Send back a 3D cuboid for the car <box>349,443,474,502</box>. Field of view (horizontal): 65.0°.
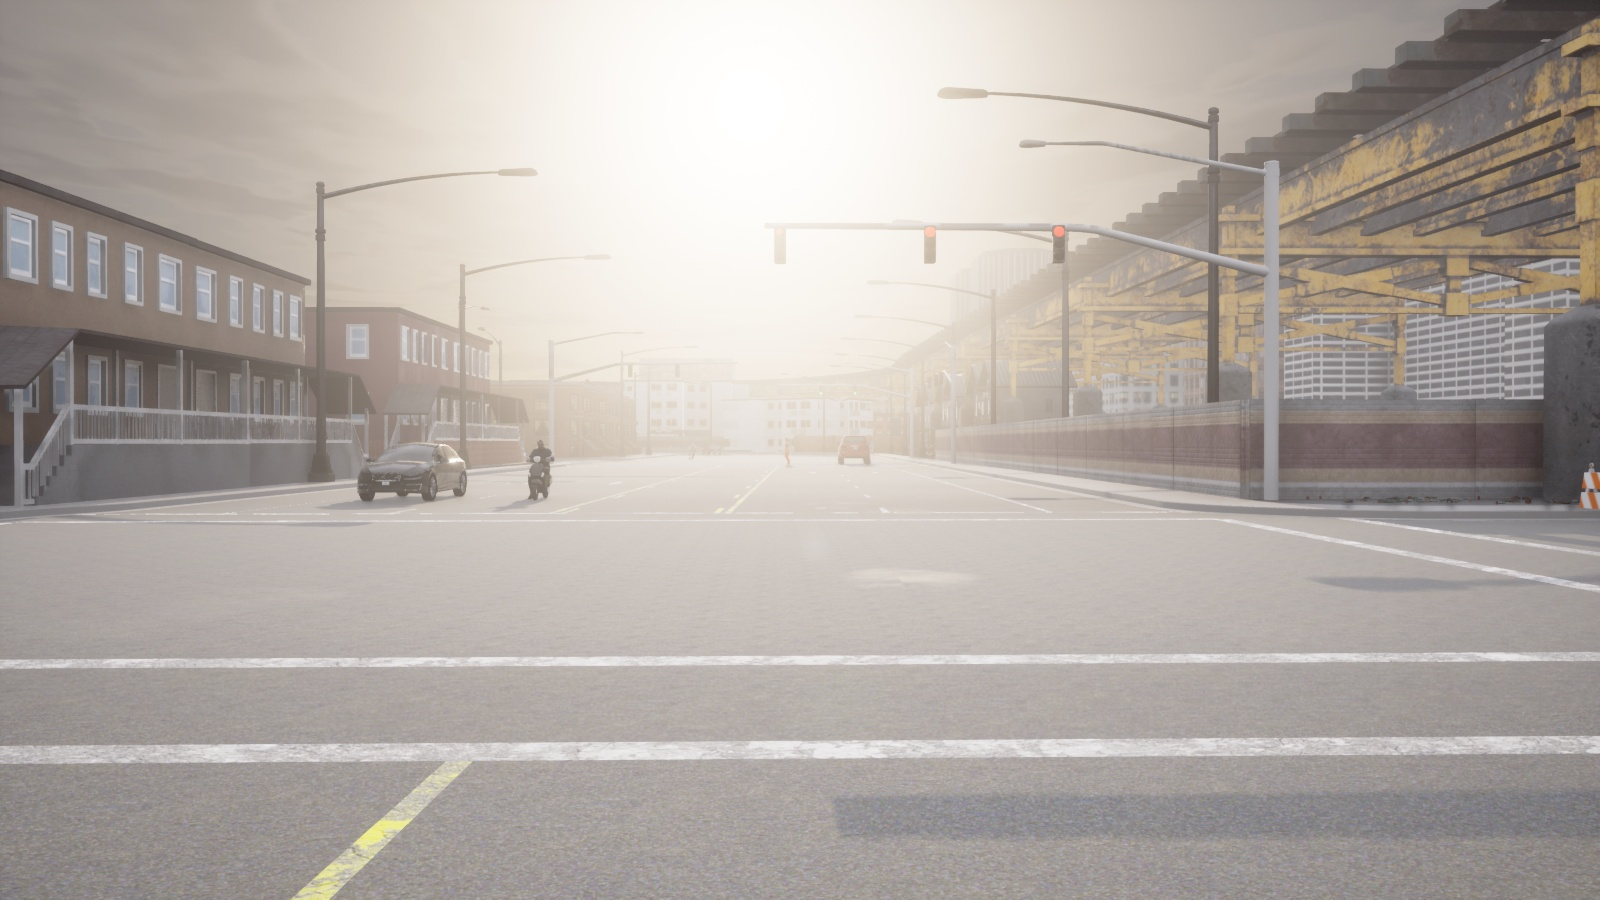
[{"bbox_3d":[-10.382,0.552,33.928,1.837,1.490,4.892,0,0,0],"label":"car"}]

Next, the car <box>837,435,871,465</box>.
[{"bbox_3d":[3.777,-0.031,88.416,2.150,2.045,5.566,0,0,0],"label":"car"}]

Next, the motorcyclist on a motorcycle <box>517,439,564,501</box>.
[{"bbox_3d":[-6.884,0.506,33.335,0.866,1.590,1.817,0,0,0],"label":"motorcyclist on a motorcycle"}]
